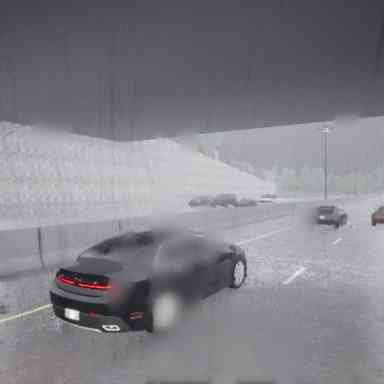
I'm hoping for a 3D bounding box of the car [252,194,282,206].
[{"bbox_3d":[10.434,1.226,44.655,2.150,2.045,5.566,0,0,32],"label":"car"}]

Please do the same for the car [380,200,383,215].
[{"bbox_3d":[20.404,1.564,33.940,1.994,1.385,4.181,0,0,32],"label":"car"}]

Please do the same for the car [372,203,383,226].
[{"bbox_3d":[13.606,1.564,22.948,1.994,1.385,4.181,0,0,32],"label":"car"}]

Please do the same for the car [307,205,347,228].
[{"bbox_3d":[9.177,1.564,22.437,1.994,1.385,4.181,0,0,32],"label":"car"}]

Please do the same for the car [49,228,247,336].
[{"bbox_3d":[-0.459,1.506,6.875,1.837,1.490,4.892,0,0,32],"label":"car"}]

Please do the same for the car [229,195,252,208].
[{"bbox_3d":[7.625,1.547,46.762,2.033,1.411,5.357,0,0,32],"label":"car"}]

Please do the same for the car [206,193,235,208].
[{"bbox_3d":[4.769,1.226,48.795,2.150,2.045,5.566,0,0,32],"label":"car"}]

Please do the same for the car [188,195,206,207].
[{"bbox_3d":[1.317,1.351,49.883,2.097,1.767,4.553,0,0,32],"label":"car"}]
